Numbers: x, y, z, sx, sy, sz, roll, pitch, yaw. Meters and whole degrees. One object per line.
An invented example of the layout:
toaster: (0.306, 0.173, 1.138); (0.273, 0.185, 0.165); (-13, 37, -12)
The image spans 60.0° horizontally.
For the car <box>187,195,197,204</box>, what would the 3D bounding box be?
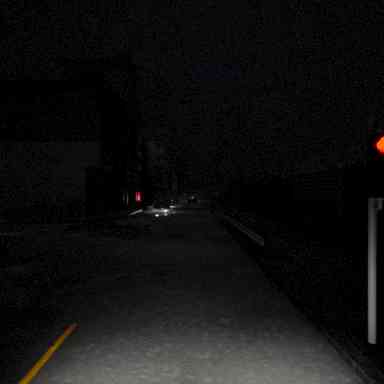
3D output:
car: (0.051, 1.491, 66.268); (2.128, 1.511, 4.902); (0, 0, 0)

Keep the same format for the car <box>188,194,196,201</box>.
car: (0.057, 1.310, 76.688); (1.882, 1.535, 5.008); (0, 0, 0)

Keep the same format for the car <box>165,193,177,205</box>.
car: (-4.042, 1.352, 55.416); (2.097, 1.767, 4.553); (0, 0, 0)

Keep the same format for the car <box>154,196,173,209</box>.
car: (-4.058, 1.564, 45.686); (1.994, 1.385, 4.181); (0, 0, 0)
